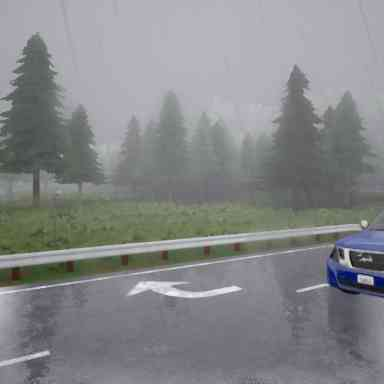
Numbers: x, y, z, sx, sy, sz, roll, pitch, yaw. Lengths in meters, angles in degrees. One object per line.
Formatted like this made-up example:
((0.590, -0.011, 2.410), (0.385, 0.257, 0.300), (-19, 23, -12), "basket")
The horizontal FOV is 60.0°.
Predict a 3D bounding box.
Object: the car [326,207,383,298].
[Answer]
((5.488, 1.187, 7.586), (5.566, 2.045, 2.150), (-2, -2, -32), "car")
